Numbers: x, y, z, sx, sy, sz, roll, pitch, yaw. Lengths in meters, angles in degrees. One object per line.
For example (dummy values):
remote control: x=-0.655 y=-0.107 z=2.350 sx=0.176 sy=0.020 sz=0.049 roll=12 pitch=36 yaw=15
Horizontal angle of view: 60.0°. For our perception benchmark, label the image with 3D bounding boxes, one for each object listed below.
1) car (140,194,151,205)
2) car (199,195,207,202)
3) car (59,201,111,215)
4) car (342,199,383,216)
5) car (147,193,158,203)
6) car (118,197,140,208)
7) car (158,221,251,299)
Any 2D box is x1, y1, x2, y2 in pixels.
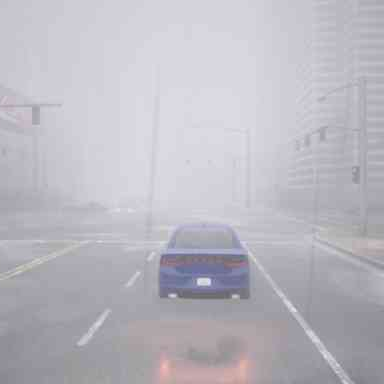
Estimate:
car: x=-8.742 y=1.501 z=57.318 sx=1.812 sy=1.442 sz=4.674 roll=0 pitch=0 yaw=2
car: x=2.504 y=1.491 z=77.200 sx=1.812 sy=1.442 sz=4.674 roll=0 pitch=0 yaw=2
car: x=-10.682 y=1.586 z=33.169 sx=4.718 sy=1.301 sz=1.895 roll=0 pitch=0 yaw=2
car: x=17.241 y=1.490 z=32.398 sx=4.892 sy=1.490 sz=1.837 roll=0 pitch=0 yaw=2
car: x=-8.330 y=1.192 z=67.584 sx=2.150 sy=2.045 sz=5.566 roll=0 pitch=0 yaw=2
car: x=-9.079 y=1.485 z=47.282 sx=1.837 sy=1.490 sz=4.892 roll=0 pitch=0 yaw=2
car: x=0.313 y=1.474 z=8.497 sx=1.882 sy=1.535 sz=5.008 roll=0 pitch=0 yaw=2
